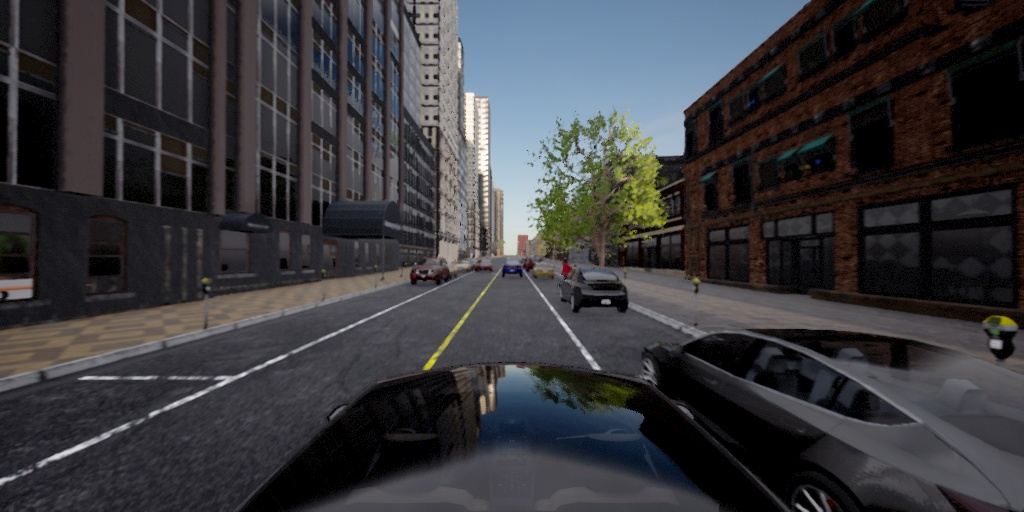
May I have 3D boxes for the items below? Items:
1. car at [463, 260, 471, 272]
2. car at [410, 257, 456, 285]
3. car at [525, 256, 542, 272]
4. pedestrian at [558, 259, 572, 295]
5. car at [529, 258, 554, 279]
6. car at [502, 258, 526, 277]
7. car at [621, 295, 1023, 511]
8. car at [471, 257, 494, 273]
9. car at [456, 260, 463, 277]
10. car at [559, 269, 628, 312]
[{"bbox_3d":[-5.715,1.128,42.000,1.751,1.417,4.829,0,0,0],"label":"car"},{"bbox_3d":[-5.704,0.982,25.533,2.192,1.841,5.009,0,0,0],"label":"car"},{"bbox_3d":[2.666,0.917,42.178,2.192,1.841,5.009,0,0,0],"label":"car"},{"bbox_3d":[2.503,0.993,16.758,0.375,1.860,0.375,1,-1,-4],"label":"pedestrian"},{"bbox_3d":[2.673,1.172,31.256,1.751,1.417,4.829,0,0,0],"label":"car"},{"bbox_3d":[0.036,1.113,33.868,1.882,1.535,5.008,0,0,0],"label":"car"},{"bbox_3d":[2.691,1.310,3.355,1.948,1.339,4.313,0,0,0],"label":"car"},{"bbox_3d":[-3.111,1.086,40.681,1.882,1.535,5.008,0,0,0],"label":"car"},{"bbox_3d":[-5.708,1.172,30.908,1.751,1.417,4.829,0,0,0],"label":"car"},{"bbox_3d":[2.993,1.215,13.836,1.837,1.490,4.892,0,0,0],"label":"car"}]
